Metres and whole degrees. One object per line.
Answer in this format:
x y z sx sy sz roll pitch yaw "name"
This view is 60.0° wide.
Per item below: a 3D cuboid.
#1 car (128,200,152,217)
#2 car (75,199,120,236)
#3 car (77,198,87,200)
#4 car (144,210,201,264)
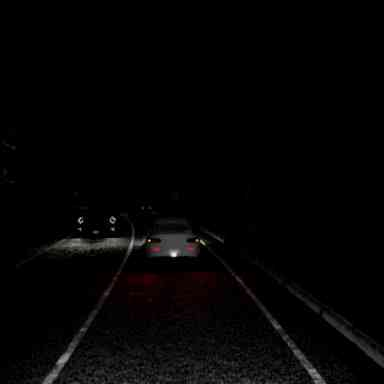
-5.487 1.631 34.779 2.097 1.767 4.553 2 -1 -17 "car"
-5.193 1.448 18.840 2.097 1.767 4.553 1 -1 -10 "car"
-18.912 1.739 57.517 2.128 1.511 4.902 3 -1 -28 "car"
-0.770 1.611 12.137 1.812 1.442 4.674 1 0 -6 "car"
